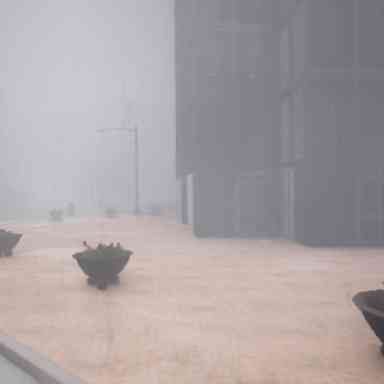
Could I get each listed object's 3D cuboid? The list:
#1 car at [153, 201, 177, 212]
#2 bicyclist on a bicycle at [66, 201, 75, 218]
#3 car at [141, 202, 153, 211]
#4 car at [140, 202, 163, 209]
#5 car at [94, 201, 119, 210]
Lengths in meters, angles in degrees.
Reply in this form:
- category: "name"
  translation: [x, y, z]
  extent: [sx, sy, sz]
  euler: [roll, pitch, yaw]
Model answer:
- category: "car"
  translation: [-3.238, 2.291, 52.852]
  extent: [2.128, 1.511, 4.902]
  euler: [-1, -1, 39]
- category: "bicyclist on a bicycle"
  translation: [-11.954, 1.746, 32.640]
  extent: [1.656, 1.620, 0.582]
  euler: [-1, -1, 39]
- category: "car"
  translation: [-5.544, 2.319, 55.561]
  extent: [1.882, 1.535, 5.008]
  euler: [-1, -1, 39]
- category: "car"
  translation: [-7.738, 2.549, 64.082]
  extent: [1.994, 1.385, 4.181]
  euler: [-1, -1, 39]
- category: "car"
  translation: [-15.436, 2.411, 60.151]
  extent: [1.837, 1.490, 4.892]
  euler: [-1, -1, 39]
